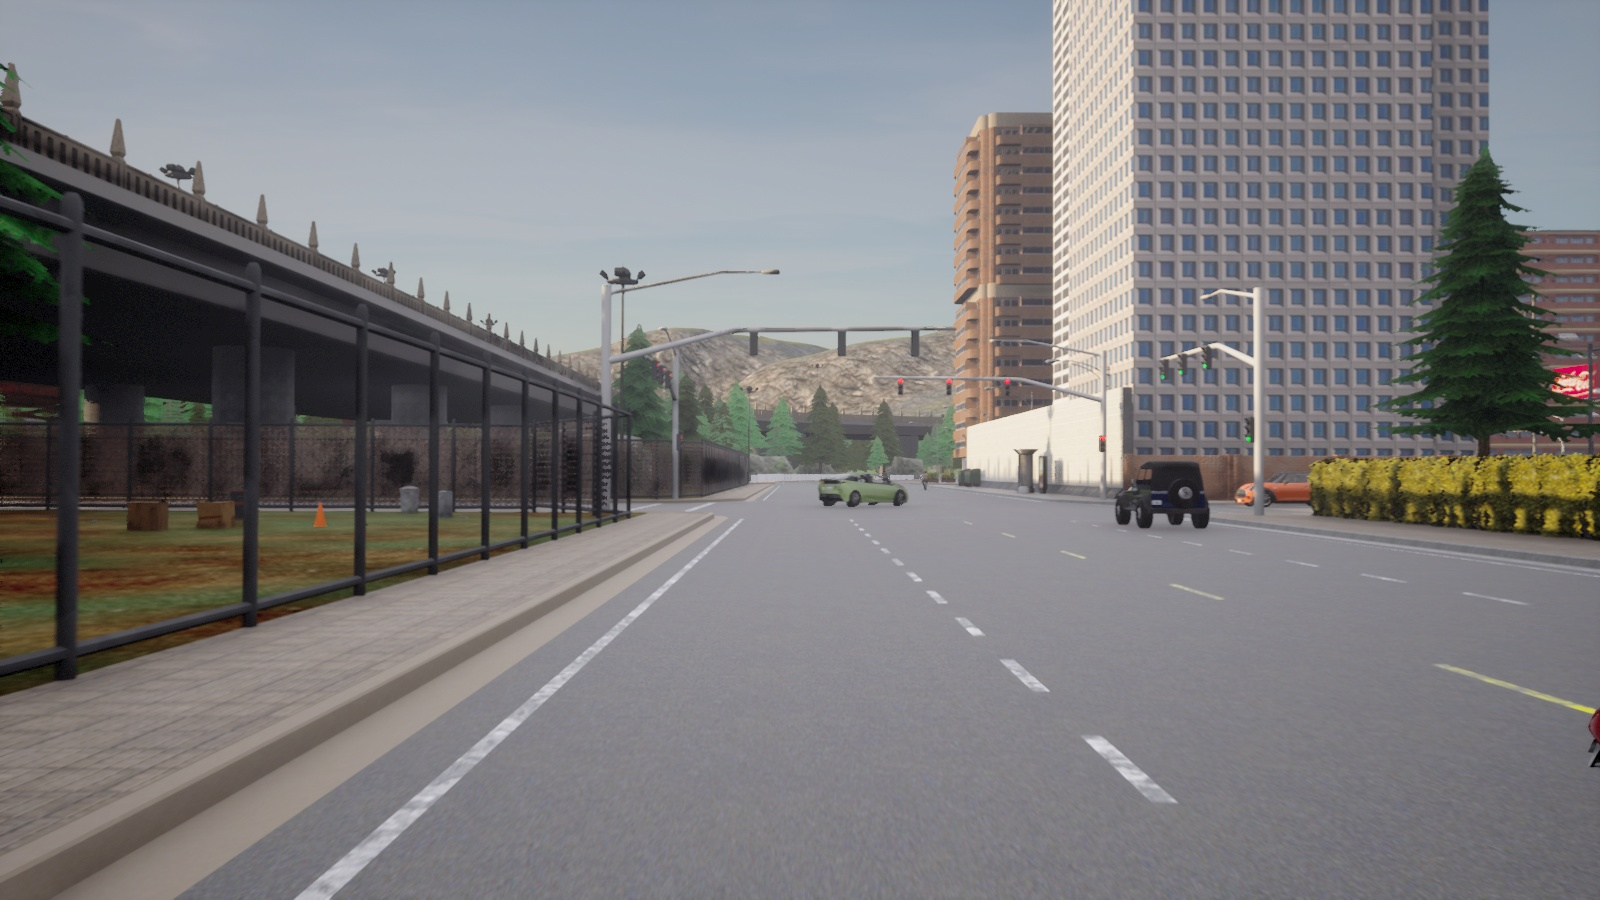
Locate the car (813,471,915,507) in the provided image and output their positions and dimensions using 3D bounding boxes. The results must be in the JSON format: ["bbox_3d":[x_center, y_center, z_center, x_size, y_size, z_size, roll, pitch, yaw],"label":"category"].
[{"bbox_3d":[2.921,1.722,56.615,4.514,1.525,2.007,1,-1,-42],"label":"car"}]

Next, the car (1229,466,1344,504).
[{"bbox_3d":[22.902,1.629,59.236,4.553,1.767,2.097,0,-1,0],"label":"car"}]

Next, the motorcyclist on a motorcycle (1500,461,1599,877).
[{"bbox_3d":[3.488,0.830,4.549,0.866,1.590,1.817,0,-1,0],"label":"motorcyclist on a motorcycle"}]

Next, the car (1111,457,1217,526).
[{"bbox_3d":[10.409,1.174,36.175,1.905,1.878,3.866,0,-1,0],"label":"car"}]
